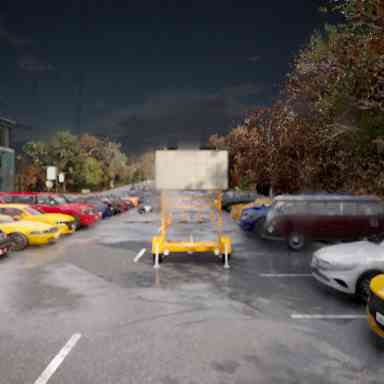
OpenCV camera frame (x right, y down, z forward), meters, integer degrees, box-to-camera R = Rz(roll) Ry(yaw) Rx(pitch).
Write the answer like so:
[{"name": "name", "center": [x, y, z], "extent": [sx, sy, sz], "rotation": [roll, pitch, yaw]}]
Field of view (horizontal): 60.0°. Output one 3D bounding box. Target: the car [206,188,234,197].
[{"name": "car", "center": [4.993, 0.034, 60.186], "extent": [4.792, 1.488, 2.163], "rotation": [0, 3, 0]}]

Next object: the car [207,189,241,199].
[{"name": "car", "center": [5.157, 0.295, 54.605], "extent": [5.366, 1.575, 1.946], "rotation": [0, 3, 0]}]

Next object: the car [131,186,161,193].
[{"name": "car", "center": [-8.115, 0.302, 54.531], "extent": [4.892, 1.521, 2.231], "rotation": [0, 3, 0]}]

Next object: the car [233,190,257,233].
[{"name": "car", "center": [4.992, 1.067, 15.589], "extent": [5.566, 2.045, 2.435], "rotation": [0, 1, 0]}]

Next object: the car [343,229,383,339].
[{"name": "car", "center": [5.040, 1.434, 4.452], "extent": [5.008, 1.535, 2.097], "rotation": [0, 1, 0]}]

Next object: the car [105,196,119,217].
[{"name": "car", "center": [-8.099, 1.256, 23.889], "extent": [4.792, 1.488, 2.163], "rotation": [0, 1, 0]}]

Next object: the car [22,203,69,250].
[{"name": "car", "center": [-7.870, 1.344, 12.754], "extent": [5.366, 1.575, 1.946], "rotation": [0, 1, 0]}]

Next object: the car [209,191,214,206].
[{"name": "car", "center": [4.810, 1.003, 35.228], "extent": [5.366, 1.575, 1.946], "rotation": [0, 2, 0]}]

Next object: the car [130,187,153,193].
[{"name": "car", "center": [-8.129, 0.533, 46.173], "extent": [4.553, 1.767, 2.185], "rotation": [0, 2, 0]}]

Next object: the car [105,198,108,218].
[{"name": "car", "center": [-8.069, 1.300, 21.103], "extent": [4.674, 1.452, 2.002], "rotation": [0, 1, 0]}]

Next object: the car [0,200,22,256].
[{"name": "car", "center": [-8.084, 1.250, 10.094], "extent": [4.553, 1.767, 2.185], "rotation": [0, 1, 0]}]

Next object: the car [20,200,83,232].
[{"name": "car", "center": [-8.065, 1.318, 15.537], "extent": [5.008, 1.535, 2.097], "rotation": [0, 1, 0]}]

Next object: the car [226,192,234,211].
[{"name": "car", "center": [5.041, 1.099, 24.068], "extent": [4.553, 1.767, 2.185], "rotation": [0, 1, 0]}]

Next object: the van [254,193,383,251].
[{"name": "van", "center": [4.908, 1.121, 12.804], "extent": [4.442, 1.987, 1.878], "rotation": [0, 1, 0]}]

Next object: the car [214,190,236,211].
[{"name": "car", "center": [5.031, 0.880, 29.646], "extent": [5.566, 2.045, 2.435], "rotation": [0, 1, 0]}]

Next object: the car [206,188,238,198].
[{"name": "car", "center": [5.153, 0.153, 57.397], "extent": [5.366, 1.575, 1.946], "rotation": [0, 3, 0]}]

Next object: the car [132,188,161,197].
[{"name": "car", "center": [-8.121, 0.008, 60.106], "extent": [5.008, 1.535, 2.097], "rotation": [0, 3, 0]}]

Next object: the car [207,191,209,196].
[{"name": "car", "center": [4.976, 0.652, 46.375], "extent": [5.008, 1.535, 2.097], "rotation": [0, 2, 0]}]

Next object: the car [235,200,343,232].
[{"name": "car", "center": [5.202, 1.286, 18.377], "extent": [5.366, 1.575, 1.946], "rotation": [0, 1, 0]}]

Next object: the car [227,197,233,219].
[{"name": "car", "center": [5.008, 1.258, 21.285], "extent": [5.008, 1.535, 2.097], "rotation": [0, 1, 0]}]

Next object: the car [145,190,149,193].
[{"name": "car", "center": [-8.062, 0.881, 40.606], "extent": [4.792, 1.488, 2.163], "rotation": [0, 2, 0]}]

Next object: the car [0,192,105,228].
[{"name": "car", "center": [-8.034, 1.038, 18.317], "extent": [5.566, 2.045, 2.435], "rotation": [0, 1, 0]}]

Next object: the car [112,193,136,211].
[{"name": "car", "center": [-8.078, 1.116, 32.254], "extent": [4.674, 1.452, 2.002], "rotation": [0, 1, 0]}]

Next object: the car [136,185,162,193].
[{"name": "car", "center": [-8.084, -0.092, 57.304], "extent": [5.566, 2.045, 2.435], "rotation": [0, 3, 0]}]

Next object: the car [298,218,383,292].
[{"name": "car", "center": [5.034, 1.446, 7.238], "extent": [4.674, 1.452, 2.002], "rotation": [0, 1, 0]}]

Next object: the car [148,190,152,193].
[{"name": "car", "center": [-8.124, 0.789, 43.392], "extent": [4.792, 1.488, 2.163], "rotation": [0, 2, 0]}]

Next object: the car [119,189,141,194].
[{"name": "car", "center": [-8.053, 0.885, 35.036], "extent": [4.553, 1.767, 2.185], "rotation": [0, 1, 0]}]

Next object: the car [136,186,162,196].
[{"name": "car", "center": [-8.088, -0.277, 62.874], "extent": [4.553, 1.767, 2.185], "rotation": [0, 3, 0]}]

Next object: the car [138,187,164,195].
[{"name": "car", "center": [-8.093, -0.289, 65.664], "extent": [4.792, 1.488, 2.163], "rotation": [0, 3, 0]}]

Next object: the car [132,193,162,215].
[{"name": "car", "center": [-3.636, 1.140, 29.785], "extent": [2.128, 1.511, 4.902], "rotation": [0, 1, 0]}]

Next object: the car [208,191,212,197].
[{"name": "car", "center": [4.979, 0.759, 43.459], "extent": [4.892, 1.521, 2.231], "rotation": [0, 2, 0]}]

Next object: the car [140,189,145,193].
[{"name": "car", "center": [-8.056, 0.811, 37.815], "extent": [4.553, 1.767, 2.185], "rotation": [0, 2, 0]}]

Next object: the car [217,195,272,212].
[{"name": "car", "center": [5.005, 1.072, 32.439], "extent": [5.008, 1.535, 2.097], "rotation": [0, 1, 0]}]

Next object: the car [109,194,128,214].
[{"name": "car", "center": [-8.078, 1.184, 26.675], "extent": [5.008, 1.535, 2.097], "rotation": [0, 1, 0]}]

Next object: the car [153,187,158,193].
[{"name": "car", "center": [-8.134, 0.461, 51.756], "extent": [4.792, 1.488, 2.163], "rotation": [0, 2, 0]}]

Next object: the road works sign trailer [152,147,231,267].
[{"name": "road works sign trailer", "center": [-0.014, 0.352, 10.879], "extent": [2.380, 3.560, 2.880], "rotation": [0, 1, 0]}]
